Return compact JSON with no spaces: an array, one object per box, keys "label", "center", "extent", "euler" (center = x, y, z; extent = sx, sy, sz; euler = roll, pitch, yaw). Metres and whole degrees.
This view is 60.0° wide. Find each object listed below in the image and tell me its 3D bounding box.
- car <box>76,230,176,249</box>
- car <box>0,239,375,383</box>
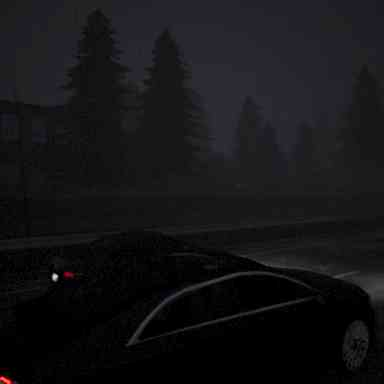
[{"label":"car","center":[-0.932,1.557,7.381],"extent":[4.181,1.385,1.994],"euler":[0,0,-36]},{"label":"car","center":[0.282,1.487,3.948],"extent":[4.902,1.511,2.128],"euler":[0,0,-35]}]
